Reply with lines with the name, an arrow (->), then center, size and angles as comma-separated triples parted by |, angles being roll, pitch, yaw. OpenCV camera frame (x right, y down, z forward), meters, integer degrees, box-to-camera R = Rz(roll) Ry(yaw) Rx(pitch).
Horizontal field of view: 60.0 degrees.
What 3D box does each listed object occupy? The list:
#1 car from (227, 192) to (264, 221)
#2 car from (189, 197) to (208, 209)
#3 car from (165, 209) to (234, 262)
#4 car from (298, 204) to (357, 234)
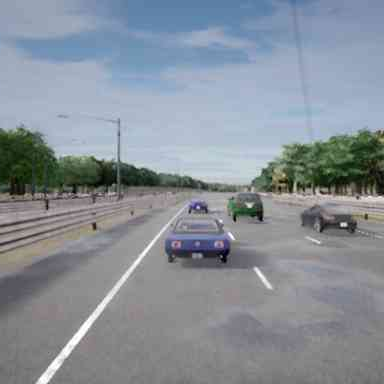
car -> 3.923, 1.018, 24.946 | 2.150, 2.045, 5.566 | 0, 0, 1
car -> 0.645, 1.254, 33.275 | 1.812, 1.442, 4.674 | 0, 0, 2
car -> 0.184, 1.503, 11.648 | 1.895, 1.301, 4.718 | 0, 0, 1
car -> 7.285, 1.379, 18.175 | 1.812, 1.442, 4.674 | 0, 0, 1
